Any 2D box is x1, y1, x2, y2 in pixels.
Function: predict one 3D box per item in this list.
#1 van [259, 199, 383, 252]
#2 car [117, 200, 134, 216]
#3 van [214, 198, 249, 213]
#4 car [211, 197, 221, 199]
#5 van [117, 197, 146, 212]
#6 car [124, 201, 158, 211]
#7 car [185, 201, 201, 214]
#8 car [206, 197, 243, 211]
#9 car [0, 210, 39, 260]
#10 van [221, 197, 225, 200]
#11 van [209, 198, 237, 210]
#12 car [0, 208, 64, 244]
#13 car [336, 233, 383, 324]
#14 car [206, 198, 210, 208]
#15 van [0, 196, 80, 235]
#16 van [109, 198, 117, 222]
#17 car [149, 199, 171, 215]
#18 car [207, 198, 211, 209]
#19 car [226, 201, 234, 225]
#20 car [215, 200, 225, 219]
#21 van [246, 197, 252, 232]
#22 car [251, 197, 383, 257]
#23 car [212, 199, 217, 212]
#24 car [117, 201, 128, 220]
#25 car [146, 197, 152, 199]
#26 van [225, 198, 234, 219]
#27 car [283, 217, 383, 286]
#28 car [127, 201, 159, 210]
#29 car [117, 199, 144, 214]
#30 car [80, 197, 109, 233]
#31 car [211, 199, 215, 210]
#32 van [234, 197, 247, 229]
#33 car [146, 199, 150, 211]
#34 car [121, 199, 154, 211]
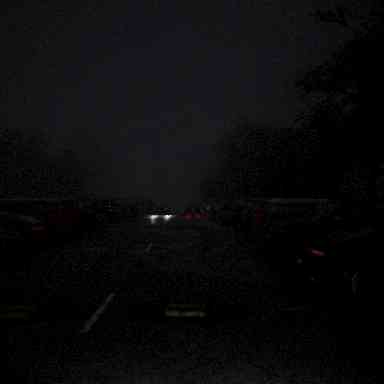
[{"bbox_3d":[5.154,1.284,13.575,4.442,1.987,1.878,0,0,0],"label":"van"},{"bbox_3d":[-8.077,1.738,30.221,4.792,1.488,2.163,0,-1,0],"label":"car"},{"bbox_3d":[5.147,1.732,43.902,4.442,1.987,1.878,0,-1,0],"label":"van"},{"bbox_3d":[4.999,1.782,41.131,4.553,1.767,2.185,0,-1,0],"label":"car"},{"bbox_3d":[-7.932,1.634,38.552,4.442,1.987,1.878,0,-1,0],"label":"van"},{"bbox_3d":[-8.045,2.123,52.422,5.008,1.535,2.097,0,-1,0],"label":"car"},{"bbox_3d":[0.091,1.943,42.488,2.128,1.511,4.902,0,-1,0],"label":"car"},{"bbox_3d":[5.056,1.866,52.208,5.566,2.045,2.435,0,-1,0],"label":"car"},{"bbox_3d":[-8.048,1.503,10.809,5.008,1.535,2.097,0,0,0],"label":"car"},{"bbox_3d":[5.150,1.480,30.053,4.442,1.987,1.878,0,-1,0],"label":"van"},{"bbox_3d":[5.146,1.961,55.099,4.442,1.987,1.878,0,-1,0],"label":"van"},{"bbox_3d":[-8.040,1.549,13.585,4.674,1.452,2.002,0,0,0],"label":"car"},{"bbox_3d":[5.036,1.532,5.138,4.674,1.452,2.002,0,0,0],"label":"car"},{"bbox_3d":[4.844,2.058,49.435,5.366,1.575,1.946,0,-1,0],"label":"car"},{"bbox_3d":[-8.160,1.289,16.362,4.442,1.987,1.878,0,0,0],"label":"van"},{"bbox_3d":[-8.162,1.381,24.673,4.442,1.987,1.878,0,-1,0],"label":"van"},{"bbox_3d":[-3.602,1.873,39.407,1.882,1.535,5.008,0,-1,0],"label":"car"},{"bbox_3d":[5.023,2.009,46.668,4.892,1.521,2.231,0,-1,0],"label":"car"},{"bbox_3d":[5.040,1.554,21.740,5.008,1.535,2.097,0,-1,0],"label":"car"},{"bbox_3d":[4.849,1.652,27.278,5.366,1.575,1.946,0,-1,0],"label":"car"},{"bbox_3d":[5.153,1.290,16.220,4.442,1.987,1.878,0,0,0],"label":"van"},{"bbox_3d":[5.009,1.252,10.804,5.566,2.045,2.435,0,0,0],"label":"car"},{"bbox_3d":[5.027,1.806,35.588,5.008,1.535,2.097,0,-1,0],"label":"car"},{"bbox_3d":[-8.043,1.697,27.444,4.674,1.452,2.002,0,-1,0],"label":"car"},{"bbox_3d":[-8.078,1.760,46.879,5.566,2.045,2.435,0,-1,0],"label":"car"},{"bbox_3d":[4.918,1.379,24.514,4.442,1.987,1.878,0,-1,0],"label":"van"},{"bbox_3d":[5.032,1.497,7.909,5.008,1.535,2.097,0,0,0],"label":"car"},{"bbox_3d":[-8.046,2.190,55.194,4.892,1.521,2.231,0,-1,0],"label":"car"},{"bbox_3d":[-8.042,1.809,35.772,5.008,1.535,2.097,0,-1,0],"label":"car"},{"bbox_3d":[-8.016,1.270,19.138,5.566,2.045,2.435,0,0,0],"label":"car"},{"bbox_3d":[5.026,1.859,38.483,5.008,1.535,2.097,0,-1,0],"label":"car"},{"bbox_3d":[4.919,1.296,19.123,4.442,1.987,1.878,0,-1,0],"label":"van"},{"bbox_3d":[-8.020,1.990,44.098,4.792,1.488,2.163,0,-1,0],"label":"car"},{"bbox_3d":[-8.019,1.939,49.648,4.553,1.767,2.185,0,-1,0],"label":"car"}]
